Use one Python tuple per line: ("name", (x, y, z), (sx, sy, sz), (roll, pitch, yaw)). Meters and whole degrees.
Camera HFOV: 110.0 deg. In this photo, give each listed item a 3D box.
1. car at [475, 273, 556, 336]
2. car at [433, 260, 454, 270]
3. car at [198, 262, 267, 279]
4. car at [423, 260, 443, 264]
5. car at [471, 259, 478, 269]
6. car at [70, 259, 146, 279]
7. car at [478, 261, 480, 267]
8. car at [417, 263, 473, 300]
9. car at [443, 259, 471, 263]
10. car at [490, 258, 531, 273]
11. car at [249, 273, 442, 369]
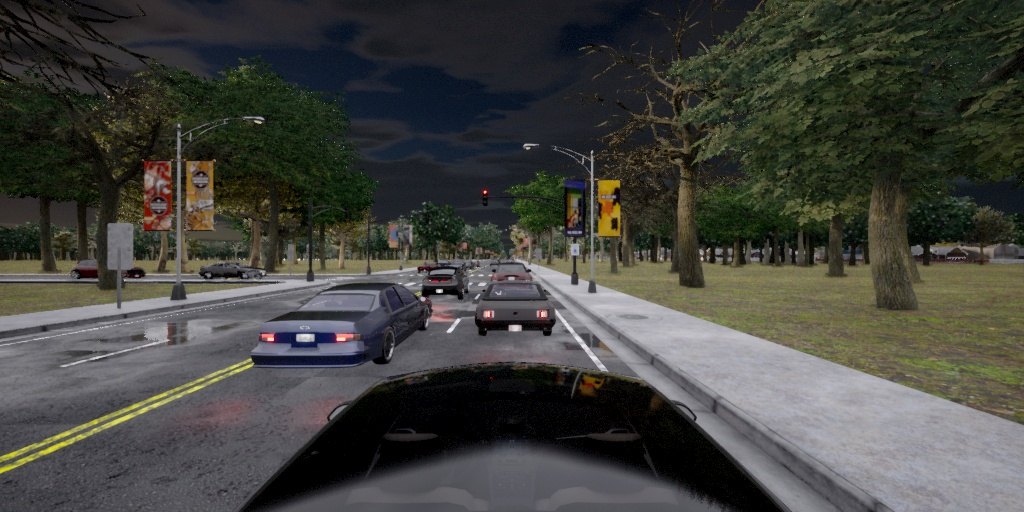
("car", (0.066, 1.352, 10.364), (1.895, 1.301, 4.718), (0, 0, 0))
("car", (-10.083, 1.321, 53.040), (2.033, 1.411, 5.357), (0, 0, 0))
("car", (-23.068, 1.225, 29.743), (4.902, 1.511, 2.128), (0, 0, 0))
("car", (-10.040, 1.366, 43.387), (1.895, 1.301, 4.718), (0, 0, 0))
("car", (-6.836, 1.266, 54.214), (2.128, 1.511, 4.902), (0, 0, 0))
("car", (-33.326, 1.074, 29.702), (4.553, 1.767, 2.097), (0, 0, 0))
("car", (-6.851, 1.313, 64.709), (1.812, 1.442, 4.674), (0, 0, 0))
("car", (-3.199, 1.258, 17.823), (1.837, 1.490, 4.892), (0, 0, -2))
("car", (-6.795, 1.258, 44.878), (2.128, 1.511, 4.902), (0, 0, 0))
("car", (-0.016, 1.106, 19.350), (2.097, 1.767, 4.553), (0, 0, 0))
("car", (-3.173, 1.298, 7.989), (2.033, 1.411, 5.357), (0, 0, 0))
